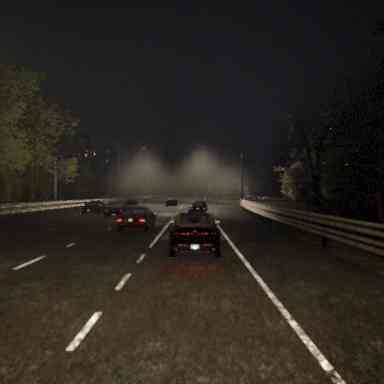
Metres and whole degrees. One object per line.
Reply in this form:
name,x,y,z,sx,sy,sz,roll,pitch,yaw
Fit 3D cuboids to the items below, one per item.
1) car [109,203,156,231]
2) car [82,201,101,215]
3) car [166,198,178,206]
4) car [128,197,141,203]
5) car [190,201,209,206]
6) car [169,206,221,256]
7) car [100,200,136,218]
car,-3.405,1.622,20.904,2.033,1.411,5.357,0,0,0
car,-10.405,1.652,35.737,1.812,1.442,4.674,0,0,0
car,-3.412,1.698,57.503,2.128,1.511,4.902,0,0,0
car,-10.414,1.691,59.759,1.882,1.535,5.008,0,0,0
car,0.749,1.671,34.802,2.033,1.411,5.357,0,0,4
car,0.111,1.554,13.389,1.837,1.490,4.892,0,0,0
car,-6.905,1.713,31.516,1.895,1.301,4.718,0,0,0
